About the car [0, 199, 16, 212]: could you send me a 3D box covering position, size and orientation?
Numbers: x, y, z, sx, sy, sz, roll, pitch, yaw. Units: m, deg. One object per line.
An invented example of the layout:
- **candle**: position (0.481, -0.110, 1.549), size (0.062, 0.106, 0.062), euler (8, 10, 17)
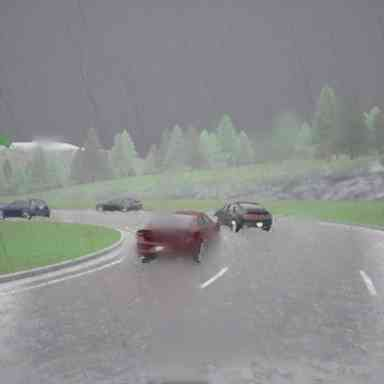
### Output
- **car**: position (-24.491, 1.629, 41.344), size (5.357, 1.411, 2.033), euler (-1, 1, 31)

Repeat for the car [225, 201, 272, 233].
- **car**: position (2.596, 1.278, 18.194), size (1.837, 1.490, 4.892), euler (0, 0, -15)

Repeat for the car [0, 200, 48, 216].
- **car**: position (-16.809, 1.535, 33.249), size (4.674, 1.442, 1.812), euler (-1, 1, 26)

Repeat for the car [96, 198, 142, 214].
- **car**: position (-7.221, 1.316, 32.636), size (4.902, 1.511, 2.128), euler (-1, 1, 24)

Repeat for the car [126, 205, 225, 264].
- **car**: position (-0.267, 1.373, 11.542), size (1.882, 1.535, 5.008), euler (0, 1, 14)

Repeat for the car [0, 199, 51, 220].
- **car**: position (-14.245, 1.361, 28.110), size (4.553, 1.767, 2.097), euler (-1, 1, 25)
